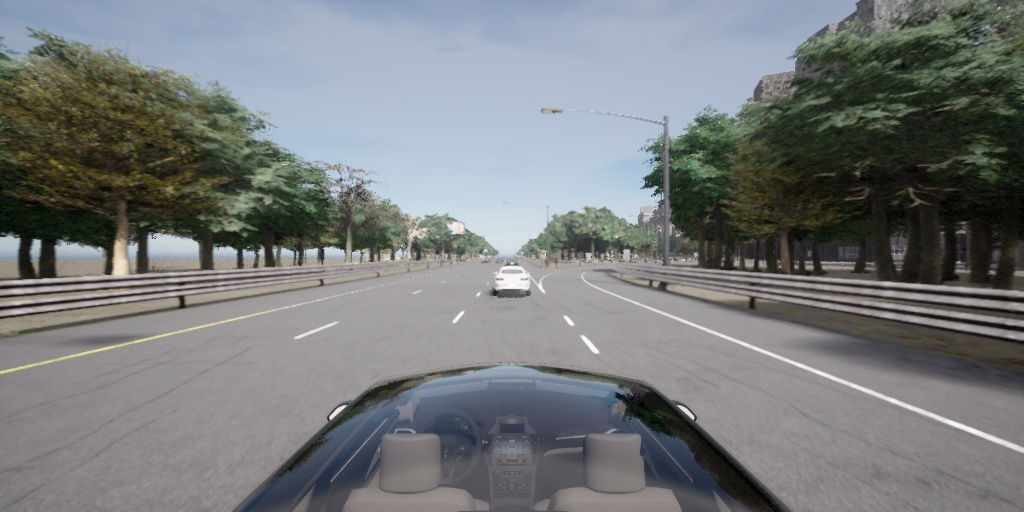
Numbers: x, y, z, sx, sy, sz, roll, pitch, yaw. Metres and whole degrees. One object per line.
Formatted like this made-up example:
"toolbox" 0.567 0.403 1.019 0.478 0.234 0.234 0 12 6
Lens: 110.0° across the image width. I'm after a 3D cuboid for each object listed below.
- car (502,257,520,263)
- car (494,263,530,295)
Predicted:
"car" 0.016 1.090 49.792 2.097 1.767 4.553 0 0 0
"car" 0.006 1.272 19.480 1.812 1.442 4.674 0 0 0
